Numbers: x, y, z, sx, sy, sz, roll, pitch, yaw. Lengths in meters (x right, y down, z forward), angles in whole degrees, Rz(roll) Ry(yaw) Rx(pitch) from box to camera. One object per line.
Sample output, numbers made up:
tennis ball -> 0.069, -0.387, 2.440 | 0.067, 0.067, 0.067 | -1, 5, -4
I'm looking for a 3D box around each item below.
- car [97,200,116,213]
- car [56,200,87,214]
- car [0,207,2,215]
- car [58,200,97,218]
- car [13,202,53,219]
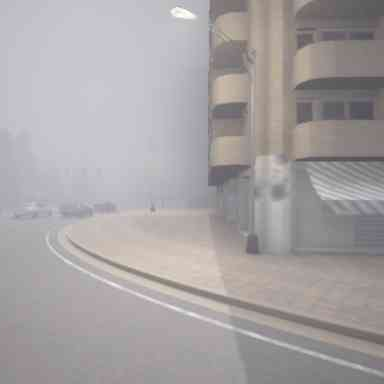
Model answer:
car -> -11.170, 1.790, 42.607 | 1.882, 1.535, 5.008 | 0, -1, 2
car -> -14.742, 1.775, 40.945 | 1.837, 1.490, 4.892 | 0, -1, 2
car -> -18.481, 1.637, 28.856 | 1.837, 1.490, 4.892 | 0, -1, -1
car -> -11.542, 1.791, 33.633 | 1.994, 1.385, 4.181 | 0, -1, 2
car -> -15.098, 1.708, 31.708 | 1.812, 1.442, 4.674 | 0, -1, 2
